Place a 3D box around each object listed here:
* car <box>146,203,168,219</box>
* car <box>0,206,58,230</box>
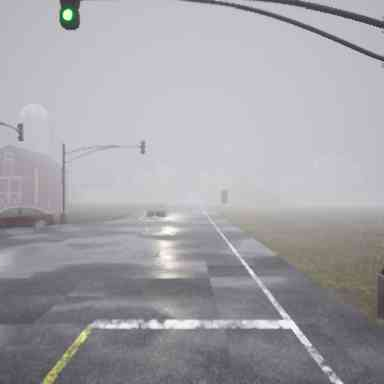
[{"bbox_3d":[-3.535,1.905,34.466,1.882,1.535,5.008,0,0,1],"label":"car"},{"bbox_3d":[-11.304,1.645,21.413,5.008,1.535,1.882,1,1,-21],"label":"car"}]
